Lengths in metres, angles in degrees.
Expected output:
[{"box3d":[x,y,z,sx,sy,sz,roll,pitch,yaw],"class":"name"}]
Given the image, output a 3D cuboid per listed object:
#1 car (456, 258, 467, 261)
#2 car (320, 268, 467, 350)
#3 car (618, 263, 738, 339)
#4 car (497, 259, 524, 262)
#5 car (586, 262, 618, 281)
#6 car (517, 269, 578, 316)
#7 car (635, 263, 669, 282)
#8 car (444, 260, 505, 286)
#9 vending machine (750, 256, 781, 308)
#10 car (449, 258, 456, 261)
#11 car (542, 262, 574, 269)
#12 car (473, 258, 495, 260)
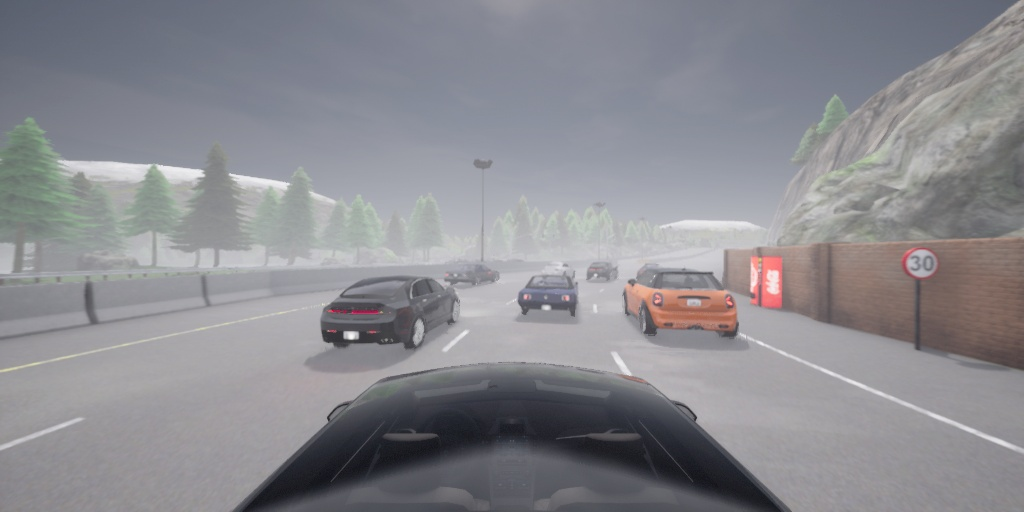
[{"box3d":[-5.652,1.129,55.104,2.033,1.411,5.357,0,0,34],"class":"car"},{"box3d":[-2.706,1.221,9.069,1.837,1.490,4.892,0,0,7],"class":"car"},{"box3d":[4.576,1.105,10.448,2.097,1.767,4.553,0,0,9],"class":"car"},{"box3d":[0.141,1.133,51.175,1.837,1.490,4.892,0,0,34],"class":"car"},{"box3d":[7.573,1.225,29.772,1.837,1.490,4.892,0,0,28],"class":"car"},{"box3d":[1.524,1.329,13.433,1.895,1.301,4.718,0,0,11],"class":"car"},{"box3d":[11.861,1.307,30.220,1.994,1.385,4.181,0,0,30],"class":"car"},{"box3d":[-2.590,1.225,24.355,2.033,1.411,5.357,0,0,20],"class":"car"},{"box3d":[10.317,0.970,14.537,1.100,2.100,0.880,0,0,15],"class":"vending machine"},{"box3d":[-8.687,1.053,56.863,2.128,1.511,4.902,0,0,34],"class":"car"},{"box3d":[3.984,1.224,30.426,1.812,1.442,4.674,0,0,26],"class":"car"},{"box3d":[-3.228,1.095,52.444,2.128,1.511,4.902,0,0,34],"class":"car"}]
